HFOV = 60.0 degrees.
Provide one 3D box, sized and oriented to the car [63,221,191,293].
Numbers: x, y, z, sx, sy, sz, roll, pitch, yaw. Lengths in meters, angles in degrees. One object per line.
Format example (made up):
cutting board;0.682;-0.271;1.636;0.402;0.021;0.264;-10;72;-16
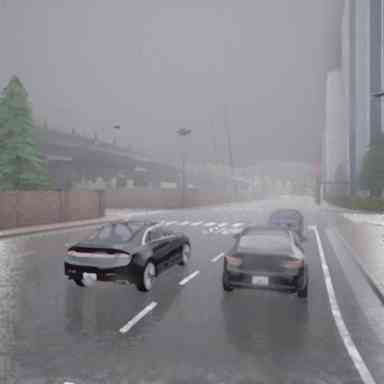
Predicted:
car;-1.438;1.543;9.176;2.128;1.511;4.902;0;0;16

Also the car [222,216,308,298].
car;1.997;1.582;8.675;1.812;1.442;4.674;0;-1;17

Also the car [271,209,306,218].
car;5.293;1.669;18.579;2.033;1.411;5.357;0;0;20
